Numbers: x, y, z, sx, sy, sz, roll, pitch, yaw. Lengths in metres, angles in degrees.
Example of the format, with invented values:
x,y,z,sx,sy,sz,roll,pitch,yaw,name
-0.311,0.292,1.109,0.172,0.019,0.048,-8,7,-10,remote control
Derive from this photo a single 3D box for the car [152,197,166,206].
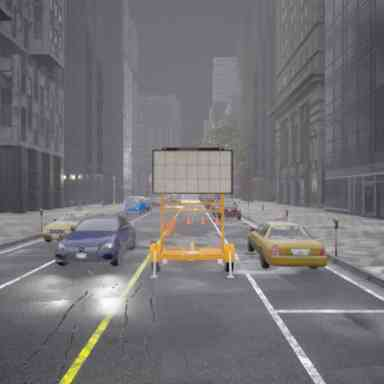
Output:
x,y,z,sx,sy,sz,roll,pitch,yaw,name
-5.571,1.570,55.934,1.887,1.381,4.507,0,0,0,car

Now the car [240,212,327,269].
x,y,z,sx,sy,sz,roll,pitch,yaw,name
2.884,1.520,10.994,1.752,1.417,4.829,0,0,1,car

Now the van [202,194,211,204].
x,y,z,sx,sy,sz,roll,pitch,yaw,name
2.974,1.387,67.186,1.690,1.788,3.998,0,0,0,van

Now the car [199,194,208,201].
x,y,z,sx,sy,sz,roll,pitch,yaw,name
3.012,1.428,89.744,2.192,1.841,5.009,0,0,0,car

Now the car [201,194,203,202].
x,y,z,sx,sy,sz,roll,pitch,yaw,name
2.945,1.330,50.267,2.192,1.841,5.009,0,0,0,car

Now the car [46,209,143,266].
x,y,z,sx,sy,sz,roll,pitch,yaw,name
-3.082,1.520,11.594,1.812,1.442,4.674,0,0,0,car

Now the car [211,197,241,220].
x,y,z,sx,sy,sz,roll,pitch,yaw,name
2.906,1.429,27.710,1.967,1.590,4.097,0,0,0,car

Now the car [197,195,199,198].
x,y,z,sx,sy,sz,roll,pitch,yaw,name
3.002,1.657,84.103,1.947,1.339,4.313,0,0,0,car

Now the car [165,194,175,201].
x,y,z,sx,sy,sz,roll,pitch,yaw,name
-5.523,1.406,84.128,2.192,1.841,5.009,0,0,0,car

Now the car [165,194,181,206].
x,y,z,sx,sy,sz,roll,pitch,yaw,name
-2.996,1.373,54.044,2.097,1.767,4.553,0,0,0,car

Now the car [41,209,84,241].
x,y,z,sx,sy,sz,roll,pitch,yaw,name
-5.640,1.518,16.254,1.752,1.417,4.829,0,0,1,car

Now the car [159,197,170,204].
x,y,z,sx,sy,sz,roll,pitch,yaw,name
-5.551,1.628,67.213,1.802,1.307,4.206,0,0,0,car

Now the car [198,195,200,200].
x,y,z,sx,sy,sz,roll,pitch,yaw,name
2.993,1.654,78.465,1.802,1.307,4.206,0,0,0,car

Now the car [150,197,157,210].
x,y,z,sx,sy,sz,roll,pitch,yaw,name
-5.600,1.562,39.017,1.947,1.339,4.313,0,0,0,car

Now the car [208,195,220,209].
x,y,z,sx,sy,sz,roll,pitch,yaw,name
2.916,1.432,33.348,1.967,1.590,4.097,0,0,0,car

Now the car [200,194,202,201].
x,y,z,sx,sy,sz,roll,pitch,yaw,name
2.964,1.475,61.546,1.967,1.590,4.097,0,0,0,car

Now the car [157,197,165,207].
x,y,z,sx,sy,sz,roll,pitch,yaw,name
-5.581,1.455,50.296,1.967,1.590,4.097,0,0,0,car

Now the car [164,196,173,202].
x,y,z,sx,sy,sz,roll,pitch,yaw,name
-5.533,1.596,78.320,1.752,1.417,4.829,0,0,0,car

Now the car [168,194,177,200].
x,y,z,sx,sy,sz,roll,pitch,yaw,name
-5.504,1.450,95.407,2.192,1.841,5.009,0,0,0,car

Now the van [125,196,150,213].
x,y,z,sx,sy,sz,roll,pitch,yaw,name
-5.609,1.333,33.379,1.690,1.788,3.998,0,0,0,van

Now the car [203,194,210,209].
x,y,z,sx,sy,sz,roll,pitch,yaw,name
2.935,1.320,44.628,2.192,1.841,5.009,0,0,0,car

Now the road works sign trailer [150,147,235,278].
x,y,z,sx,sy,sz,roll,pitch,yaw,name
0.016,0.460,10.108,2.380,3.560,2.880,0,0,0,road works sign trailer
